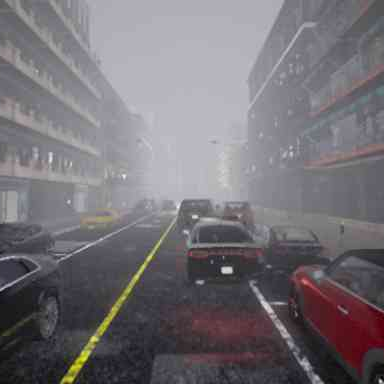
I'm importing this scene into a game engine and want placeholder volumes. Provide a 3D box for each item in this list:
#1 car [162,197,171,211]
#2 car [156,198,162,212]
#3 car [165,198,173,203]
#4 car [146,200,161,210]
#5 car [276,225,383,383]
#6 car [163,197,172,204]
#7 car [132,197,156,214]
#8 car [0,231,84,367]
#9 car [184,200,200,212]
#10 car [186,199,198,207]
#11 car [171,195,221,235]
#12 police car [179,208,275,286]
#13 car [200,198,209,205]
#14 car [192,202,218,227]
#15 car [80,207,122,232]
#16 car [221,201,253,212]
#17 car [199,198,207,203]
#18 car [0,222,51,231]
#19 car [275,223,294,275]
[{"bbox_3d":[-3.105,1.784,44.645,1.882,1.535,5.008,0,0,0],"label":"car"},{"bbox_3d":[-5.702,1.617,43.939,2.192,1.841,5.009,0,0,0],"label":"car"},{"bbox_3d":[-5.715,2.107,83.391,1.887,1.381,4.507,0,0,0],"label":"car"},{"bbox_3d":[-5.705,1.921,49.573,1.802,1.307,4.206,0,0,0],"label":"car"},{"bbox_3d":[2.690,1.473,4.483,1.967,1.590,4.097,0,0,0],"label":"car"},{"bbox_3d":[-5.713,1.965,77.754,1.967,1.590,4.097,0,0,0],"label":"car"},{"bbox_3d":[-5.701,1.704,38.302,1.967,1.590,4.097,0,0,0],"label":"car"},{"bbox_3d":[-3.101,1.519,3.737,2.128,1.511,4.902,0,0,0],"label":"car"},{"bbox_3d":[-0.008,1.863,46.026,2.033,1.411,5.357,0,0,0],"label":"car"},{"bbox_3d":[-0.019,1.957,60.164,2.033,1.411,5.357,0,0,0],"label":"car"},{"bbox_3d":[0.427,1.351,19.702,2.150,2.045,5.566,-1,0,6],"label":"car"},{"bbox_3d":[0.759,1.493,9.730,1.930,1.638,5.238,0,0,0],"label":"police car"},{"bbox_3d":[2.669,2.015,72.287,1.752,1.417,4.829,0,0,0],"label":"car"},{"bbox_3d":[0.892,1.635,25.805,1.801,1.575,5.366,0,0,0],"label":"car"},{"bbox_3d":[-5.696,1.674,21.221,1.752,1.417,4.829,0,0,0],"label":"car"},{"bbox_3d":[2.686,1.464,21.392,2.192,1.841,5.009,0,0,0],"label":"car"},{"bbox_3d":[2.666,2.107,83.389,1.887,1.381,4.507,0,0,0],"label":"car"},{"bbox_3d":[-5.692,1.638,10.118,1.947,1.339,4.313,0,0,0],"label":"car"},{"bbox_3d":[2.689,1.623,10.117,2.008,1.369,4.403,0,0,0],"label":"car"}]
